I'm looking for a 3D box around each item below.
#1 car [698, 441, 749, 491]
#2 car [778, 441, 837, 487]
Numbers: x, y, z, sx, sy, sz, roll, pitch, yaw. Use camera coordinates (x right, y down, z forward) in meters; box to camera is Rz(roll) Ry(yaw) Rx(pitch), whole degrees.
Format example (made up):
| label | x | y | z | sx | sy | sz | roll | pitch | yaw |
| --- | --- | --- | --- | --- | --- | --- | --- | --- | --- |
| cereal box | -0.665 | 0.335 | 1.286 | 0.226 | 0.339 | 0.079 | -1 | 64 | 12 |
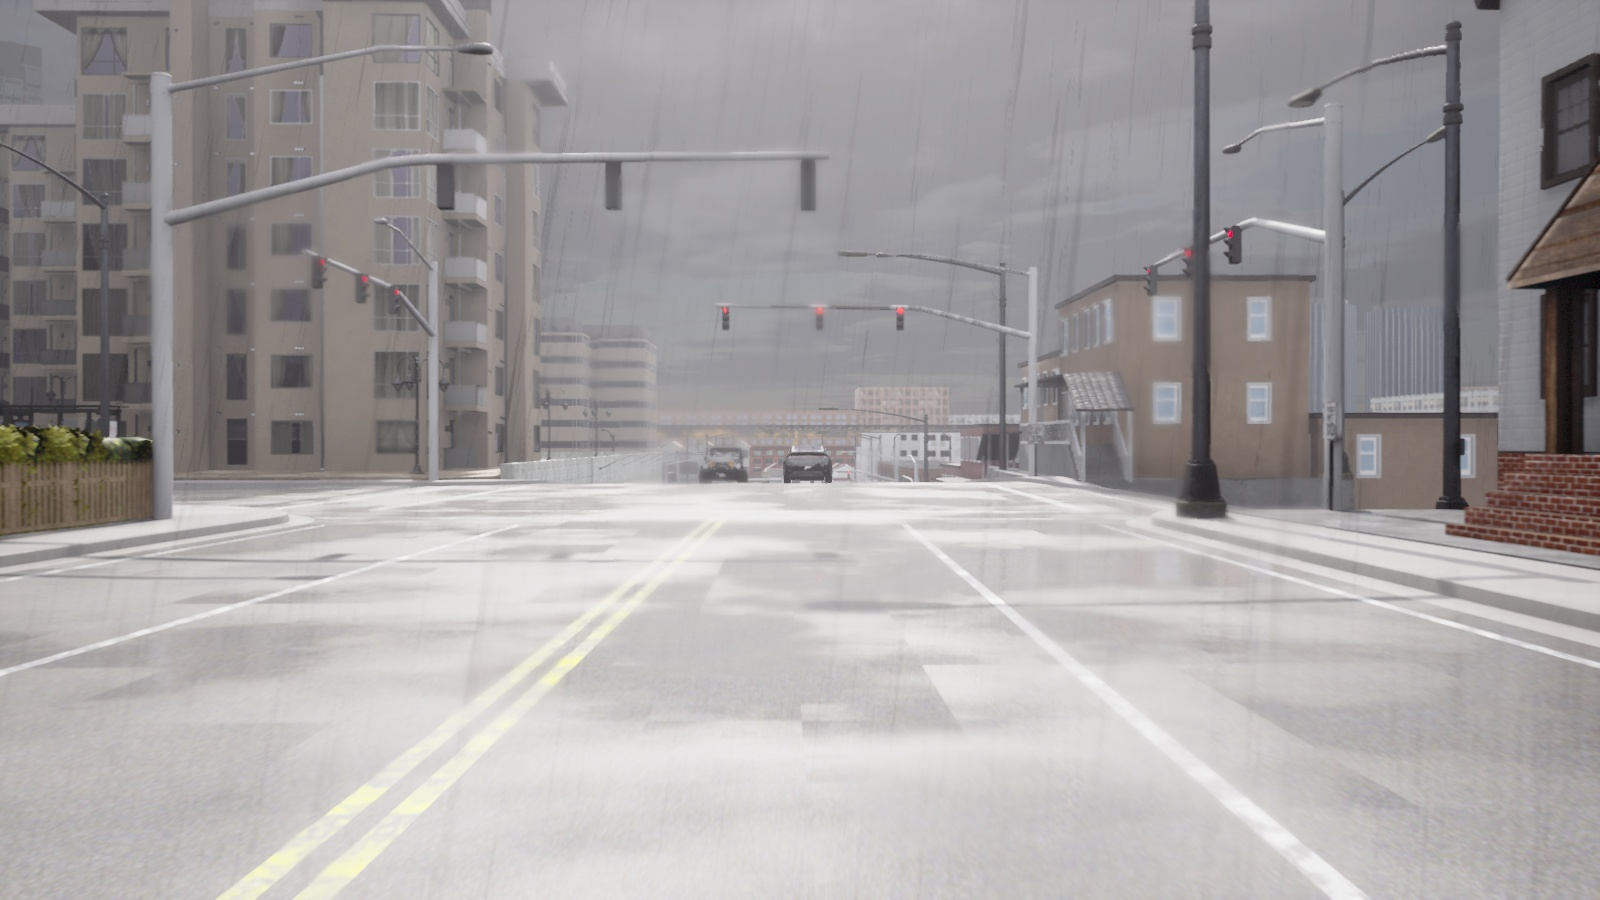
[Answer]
| label | x | y | z | sx | sy | sz | roll | pitch | yaw |
| --- | --- | --- | --- | --- | --- | --- | --- | --- | --- |
| car | -3.183 | 0.712 | 52.811 | 1.905 | 1.878 | 3.866 | 0 | -4 | 0 |
| car | 0.292 | 0.570 | 48.319 | 2.128 | 1.511 | 4.902 | 0 | -4 | 0 |
